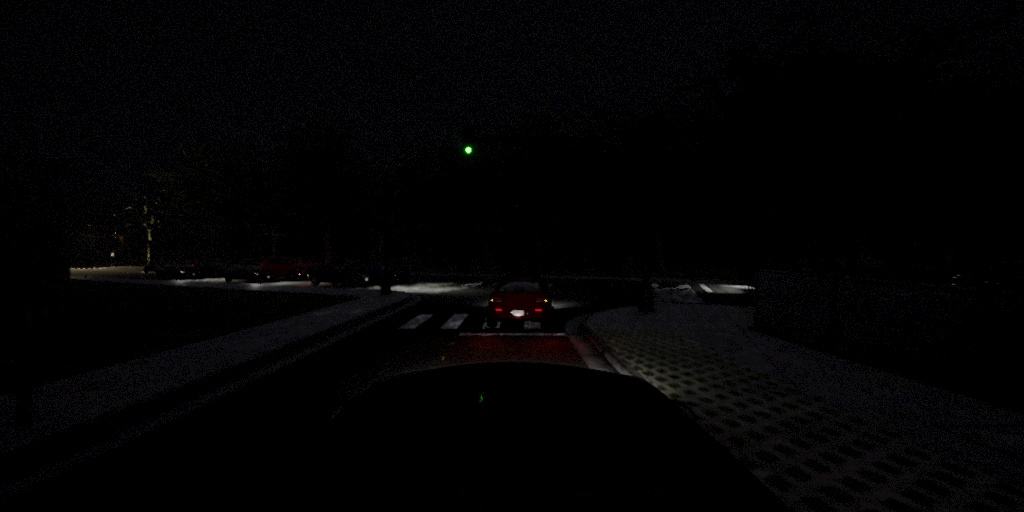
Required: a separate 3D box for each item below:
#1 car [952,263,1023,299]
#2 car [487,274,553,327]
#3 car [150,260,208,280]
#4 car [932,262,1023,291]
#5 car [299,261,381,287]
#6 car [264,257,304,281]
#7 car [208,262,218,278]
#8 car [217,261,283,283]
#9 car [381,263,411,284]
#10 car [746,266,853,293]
[{"bbox_3d":[24.439,1.214,16.390,5.008,1.535,1.882,0,0,23],"label":"car"},{"bbox_3d":[0.331,1.301,11.526,1.812,1.442,4.674,0,0,4],"label":"car"},{"bbox_3d":[-30.442,1.372,32.794,4.674,1.442,1.812,0,0,23],"label":"car"},{"bbox_3d":[26.032,1.106,19.243,4.553,1.767,2.097,0,0,23],"label":"car"},{"bbox_3d":[-11.897,1.295,24.775,4.902,1.511,2.128,0,0,23],"label":"car"},{"bbox_3d":[-19.630,1.065,31.649,5.566,2.045,2.150,0,0,23],"label":"car"},{"bbox_3d":[-29.577,1.344,35.959,5.008,1.535,1.882,0,0,23],"label":"car"},{"bbox_3d":[-20.979,1.351,28.693,4.674,1.442,1.812,0,0,24],"label":"car"},{"bbox_3d":[-10.057,1.299,27.517,5.008,1.535,1.882,0,0,25],"label":"car"},{"bbox_3d":[15.905,1.293,20.072,4.674,1.442,1.812,0,0,23],"label":"car"}]
